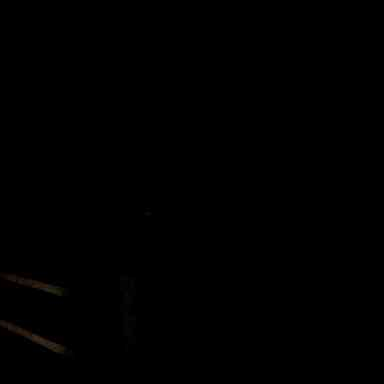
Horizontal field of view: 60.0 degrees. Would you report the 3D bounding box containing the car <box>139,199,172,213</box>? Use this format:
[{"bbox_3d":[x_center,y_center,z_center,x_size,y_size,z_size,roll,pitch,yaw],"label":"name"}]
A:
[{"bbox_3d":[-5.372,2.043,49.836,2.150,2.045,5.566,-1,-1,36],"label":"car"}]

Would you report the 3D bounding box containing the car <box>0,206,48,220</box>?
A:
[{"bbox_3d":[-17.239,2.086,33.549,1.895,1.301,4.718,-1,-2,36],"label":"car"}]
